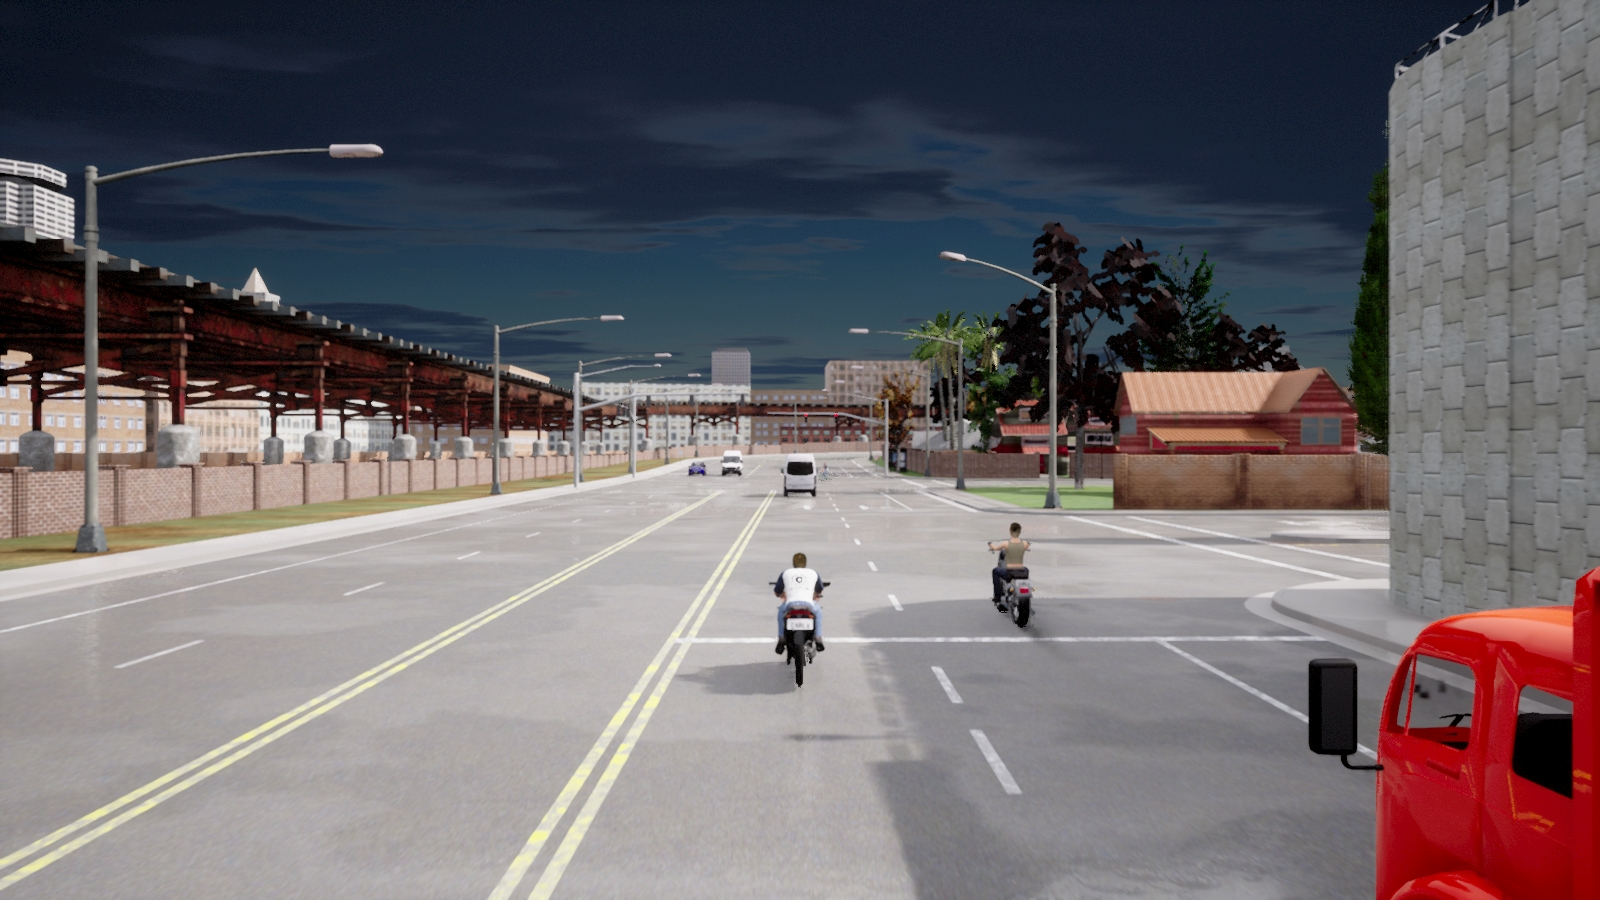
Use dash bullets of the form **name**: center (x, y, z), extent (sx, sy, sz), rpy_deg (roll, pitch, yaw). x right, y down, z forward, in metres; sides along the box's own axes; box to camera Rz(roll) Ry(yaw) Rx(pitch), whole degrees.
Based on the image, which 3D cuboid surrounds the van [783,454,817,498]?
- **van**: center (-0.016, 1.523, 69.834), extent (1.988, 2.561, 5.915), rpy_deg (0, 0, -1)

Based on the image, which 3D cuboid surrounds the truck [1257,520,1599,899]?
- **truck**: center (3.502, 1.566, 2.862), extent (2.627, 2.467, 5.204), rpy_deg (0, 0, 0)

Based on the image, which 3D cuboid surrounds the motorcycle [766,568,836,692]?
- **motorcycle**: center (0.015, 2.171, 14.148), extent (0.803, 1.224, 2.033), rpy_deg (0, 0, 0)
